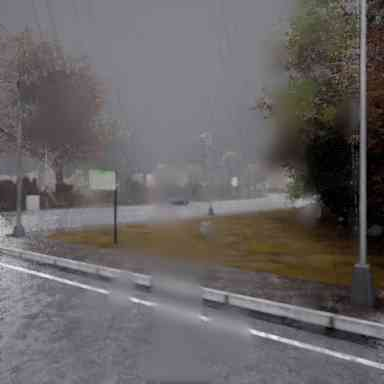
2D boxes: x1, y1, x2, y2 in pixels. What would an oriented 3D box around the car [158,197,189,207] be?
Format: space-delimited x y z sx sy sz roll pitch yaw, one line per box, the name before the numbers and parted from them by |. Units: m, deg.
car | -2.555 1.432 46.993 1.895 1.301 4.718 0 0 38
